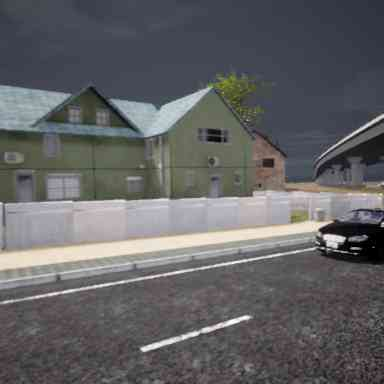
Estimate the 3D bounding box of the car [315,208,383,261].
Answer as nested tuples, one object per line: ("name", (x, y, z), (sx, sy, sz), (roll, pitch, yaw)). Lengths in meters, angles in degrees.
("car", (6.318, 1.342, 11.659), (4.902, 1.511, 2.128), (0, 1, -35))
